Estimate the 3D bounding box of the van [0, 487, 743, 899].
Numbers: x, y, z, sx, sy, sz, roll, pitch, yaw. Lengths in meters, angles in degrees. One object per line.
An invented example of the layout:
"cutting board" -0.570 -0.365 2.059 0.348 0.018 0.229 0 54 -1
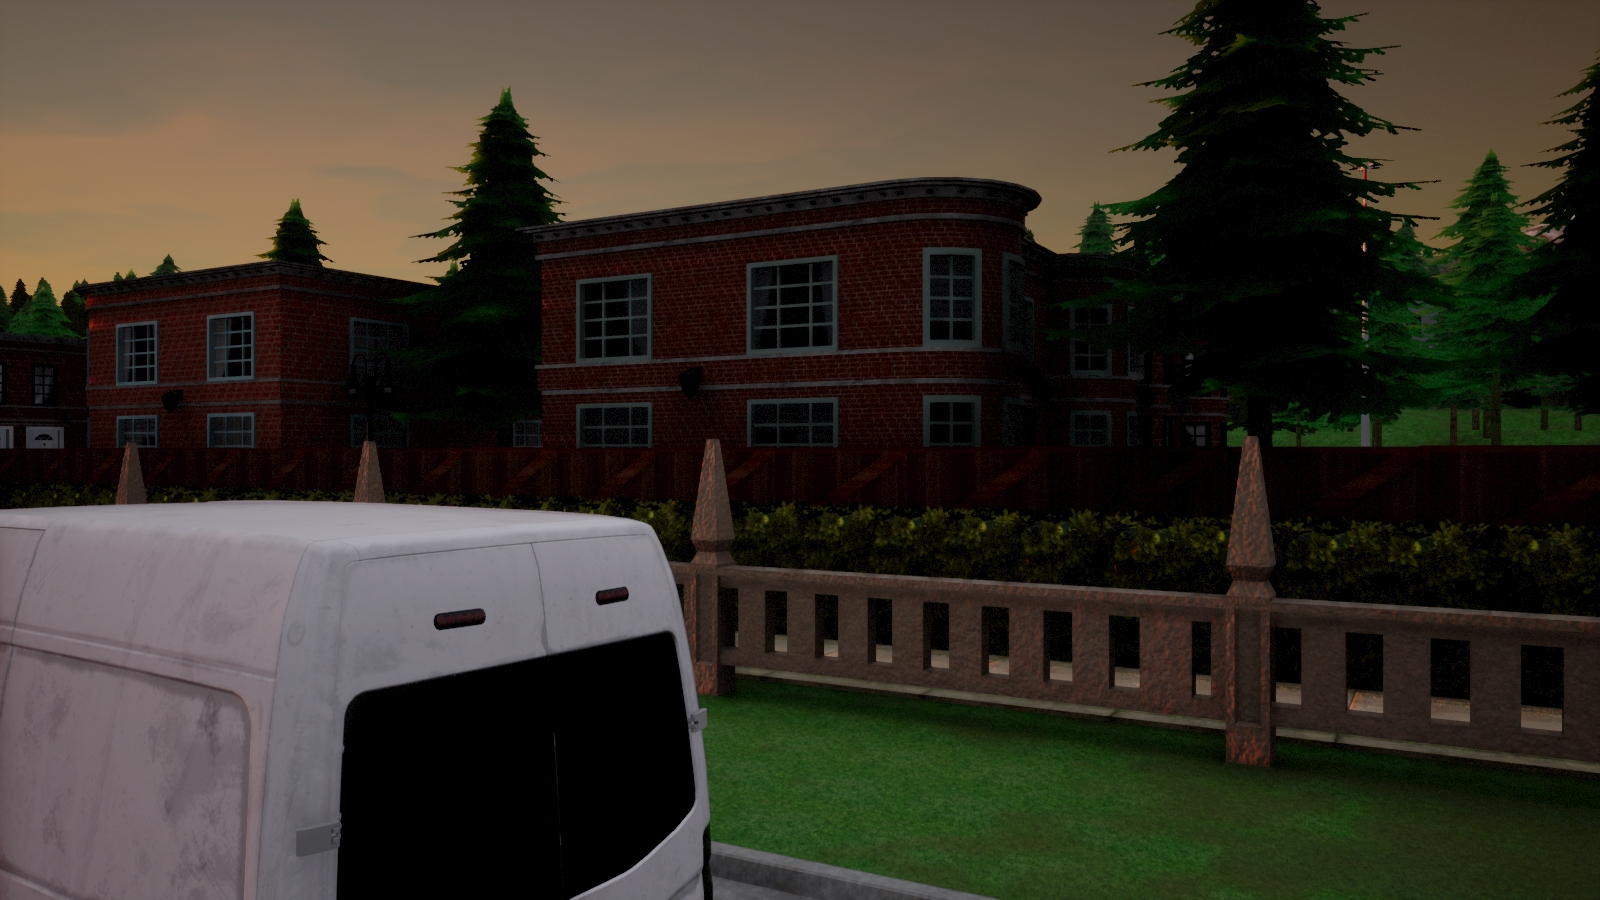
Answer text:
"van" -3.240 1.534 5.467 5.915 2.561 1.988 0 0 34
